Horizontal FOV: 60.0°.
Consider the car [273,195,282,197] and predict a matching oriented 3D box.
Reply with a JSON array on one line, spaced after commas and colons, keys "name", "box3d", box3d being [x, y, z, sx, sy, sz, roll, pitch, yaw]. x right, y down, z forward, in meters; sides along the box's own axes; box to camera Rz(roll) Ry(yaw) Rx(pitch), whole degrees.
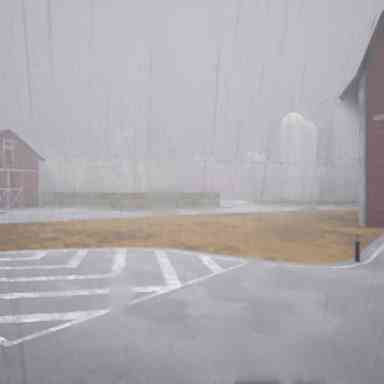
[{"name": "car", "box3d": [23.714, 1.597, 91.362, 2.242, 1.667, 4.611, 0, 0, 35]}]
